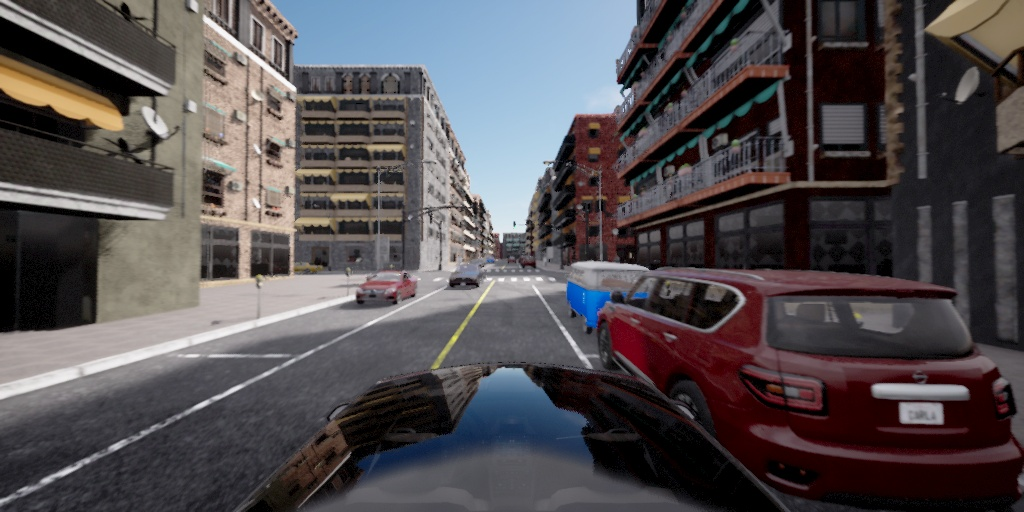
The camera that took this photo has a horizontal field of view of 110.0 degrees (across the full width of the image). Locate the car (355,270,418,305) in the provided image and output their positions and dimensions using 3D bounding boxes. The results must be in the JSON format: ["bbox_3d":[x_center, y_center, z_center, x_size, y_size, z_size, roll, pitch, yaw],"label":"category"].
[{"bbox_3d":[-5.318,1.282,15.743,1.802,1.307,4.207,0,0,0],"label":"car"}]

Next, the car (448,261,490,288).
[{"bbox_3d":[-2.777,1.224,23.188,2.033,1.411,5.357,0,0,0],"label":"car"}]

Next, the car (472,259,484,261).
[{"bbox_3d":[-5.326,1.144,53.823,1.948,1.339,4.313,0,0,0],"label":"car"}]

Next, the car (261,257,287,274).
[{"bbox_3d":[-24.297,0.948,33.662,5.009,1.841,2.192,0,0,0],"label":"car"}]

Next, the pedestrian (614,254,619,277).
[{"bbox_3d":[7.998,0.686,27.496,0.375,1.860,0.375,1,-1,0],"label":"pedestrian"}]

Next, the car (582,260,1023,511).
[{"bbox_3d":[2.533,1.054,4.627,2.192,1.841,5.009,0,0,0],"label":"car"}]

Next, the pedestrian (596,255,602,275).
[{"bbox_3d":[6.435,0.807,26.893,0.375,1.860,0.375,1,-1,0],"label":"pedestrian"}]

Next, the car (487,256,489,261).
[{"bbox_3d":[-5.327,1.128,59.384,1.948,1.339,4.313,0,0,0],"label":"car"}]

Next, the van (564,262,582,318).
[{"bbox_3d":[2.531,1.060,10.159,1.690,1.789,3.998,0,0,0],"label":"van"}]

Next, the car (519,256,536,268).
[{"bbox_3d":[2.555,0.893,53.870,2.192,1.841,5.009,0,0,0],"label":"car"}]

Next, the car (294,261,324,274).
[{"bbox_3d":[-24.452,1.296,41.542,4.829,1.417,1.751,0,0,0],"label":"car"}]
